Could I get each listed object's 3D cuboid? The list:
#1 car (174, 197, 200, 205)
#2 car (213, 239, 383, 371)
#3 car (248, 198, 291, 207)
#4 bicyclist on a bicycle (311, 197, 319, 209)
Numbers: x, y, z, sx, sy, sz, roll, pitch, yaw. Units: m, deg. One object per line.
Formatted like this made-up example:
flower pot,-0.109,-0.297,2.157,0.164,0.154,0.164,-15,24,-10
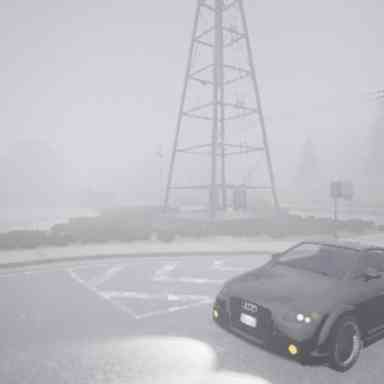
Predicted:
car,-0.887,1.510,50.665,4.181,1.385,1.994,0,0,26
car,2.392,1.555,5.682,4.181,1.385,1.994,0,0,-35
car,7.779,1.430,33.688,1.882,1.535,5.008,0,0,-34
bicyclist on a bicycle,13.813,1.344,37.303,1.656,1.620,0.582,-7,4,-34
